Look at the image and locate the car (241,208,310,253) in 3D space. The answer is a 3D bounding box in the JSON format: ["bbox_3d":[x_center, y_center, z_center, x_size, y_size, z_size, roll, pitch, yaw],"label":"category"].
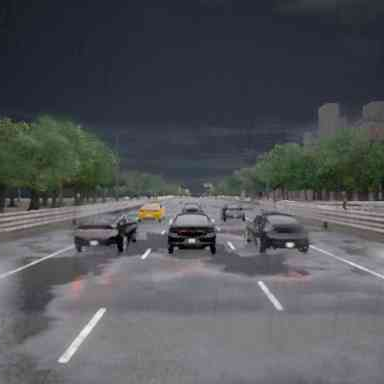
[{"bbox_3d":[3.506,1.645,14.308,1.837,1.490,4.892,0,0,0],"label":"car"}]

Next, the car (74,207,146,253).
[{"bbox_3d":[-3.494,1.629,14.308,2.128,1.511,4.902,0,0,0],"label":"car"}]

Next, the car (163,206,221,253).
[{"bbox_3d":[0.008,1.616,14.469,1.882,1.535,5.008,0,0,0],"label":"car"}]

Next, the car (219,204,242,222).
[{"bbox_3d":[3.507,1.765,29.301,2.128,1.511,4.902,0,0,0],"label":"car"}]

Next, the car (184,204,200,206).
[{"bbox_3d":[0.006,1.781,29.303,1.837,1.490,4.892,0,0,0],"label":"car"}]

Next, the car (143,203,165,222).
[{"bbox_3d":[-3.491,1.752,29.474,1.882,1.535,5.008,0,0,0],"label":"car"}]
